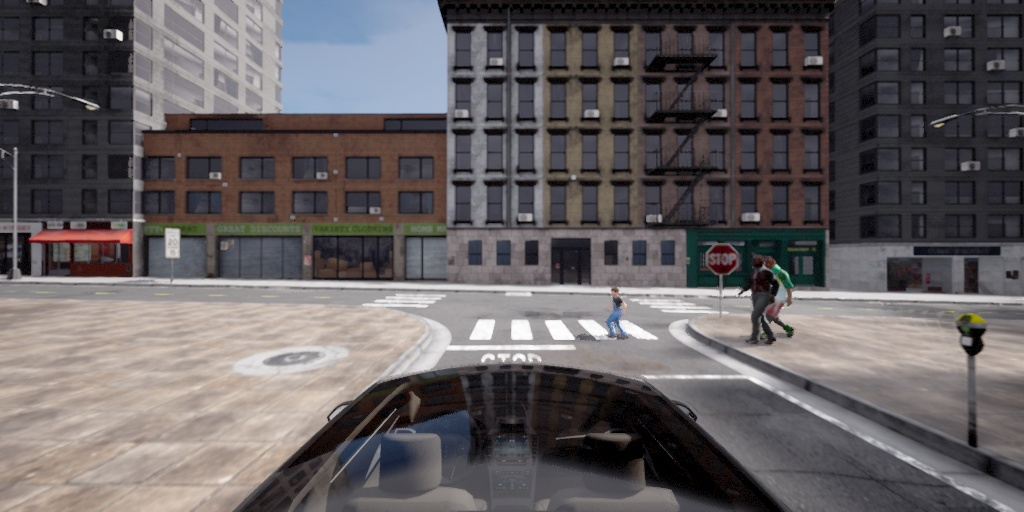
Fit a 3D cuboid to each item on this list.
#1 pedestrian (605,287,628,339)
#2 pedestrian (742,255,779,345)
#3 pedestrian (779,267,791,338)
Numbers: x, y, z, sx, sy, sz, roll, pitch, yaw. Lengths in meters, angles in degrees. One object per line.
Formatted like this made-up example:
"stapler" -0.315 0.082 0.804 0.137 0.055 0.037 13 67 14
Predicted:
"pedestrian" 2.506 1.295 8.466 0.375 1.300 0.375 0 0 0
"pedestrian" 5.035 0.868 7.273 0.375 1.860 0.375 0 0 0
"pedestrian" 5.744 0.865 7.876 0.375 1.860 0.375 0 0 0
